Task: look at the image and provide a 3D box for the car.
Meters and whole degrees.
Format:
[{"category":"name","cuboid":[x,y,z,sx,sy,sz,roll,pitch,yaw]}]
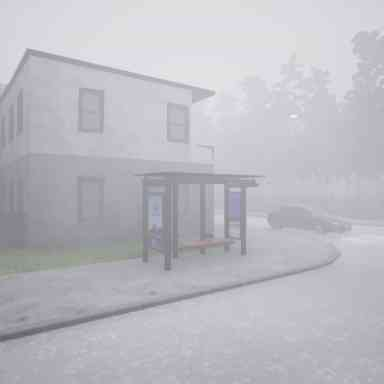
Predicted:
[{"category":"car","cuboid":[6.458,1.504,18.816,1.837,1.490,4.892,0,0,-35]}]
